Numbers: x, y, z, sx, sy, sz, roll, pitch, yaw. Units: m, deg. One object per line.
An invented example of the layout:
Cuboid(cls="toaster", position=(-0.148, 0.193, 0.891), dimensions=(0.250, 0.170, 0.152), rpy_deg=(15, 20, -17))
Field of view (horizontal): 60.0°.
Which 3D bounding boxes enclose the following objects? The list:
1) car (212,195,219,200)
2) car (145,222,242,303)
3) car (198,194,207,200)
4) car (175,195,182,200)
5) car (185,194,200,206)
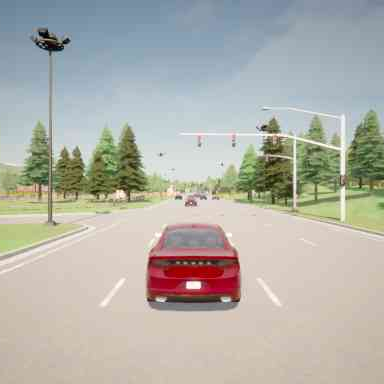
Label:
Cuboid(cls="car", position=(6.731, 1.525, 94.363), dimensions=(2.128, 1.511, 4.902), rpy_deg=(0, 0, 0))
Cuboid(cls="car", position=(0.040, 1.478, 8.294), dimensions=(1.882, 1.535, 5.008), rpy_deg=(0, 0, 0))
Cuboid(cls="car", position=(3.231, 1.524, 94.353), dimensions=(1.812, 1.442, 4.674), rpy_deg=(0, 0, 0))
Cuboid(cls="car", position=(-3.769, 1.478, 94.333), dimensions=(1.882, 1.535, 5.008), rpy_deg=(0, 0, 0))
Cuboid(cls="car", position=(-0.150, 1.525, 52.897), dimensions=(1.812, 1.442, 4.674), rpy_deg=(0, 0, 0))
